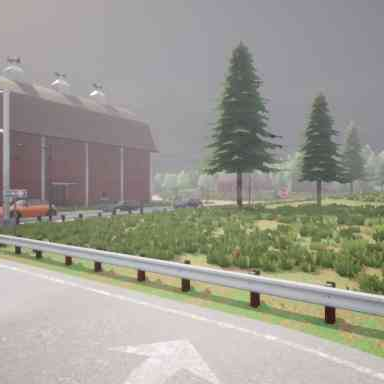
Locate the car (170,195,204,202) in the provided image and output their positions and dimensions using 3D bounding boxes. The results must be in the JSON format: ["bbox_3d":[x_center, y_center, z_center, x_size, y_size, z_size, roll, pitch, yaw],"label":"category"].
[{"bbox_3d":[-0.542,1.530,44.516,1.837,1.490,4.892,0,1,37],"label":"car"}]

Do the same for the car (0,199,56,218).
[{"bbox_3d":[-13.484,1.379,27.060,2.097,1.767,4.553,0,0,37],"label":"car"}]

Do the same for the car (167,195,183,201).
[{"bbox_3d":[-4.257,1.532,85.469,1.816,1.474,4.193,0,0,36],"label":"car"}]

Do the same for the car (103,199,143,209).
[{"bbox_3d":[-7.311,1.531,35.393,1.837,1.490,4.892,0,0,37],"label":"car"}]
